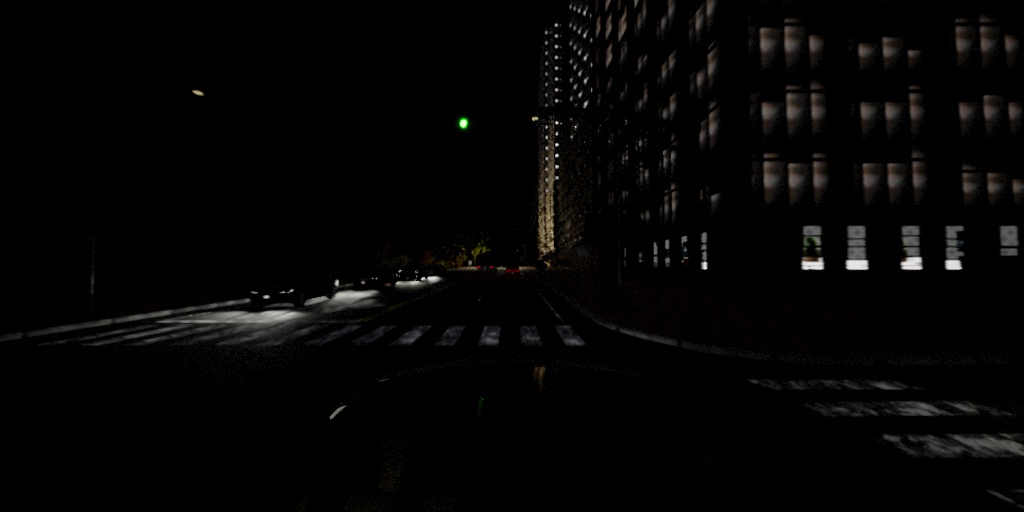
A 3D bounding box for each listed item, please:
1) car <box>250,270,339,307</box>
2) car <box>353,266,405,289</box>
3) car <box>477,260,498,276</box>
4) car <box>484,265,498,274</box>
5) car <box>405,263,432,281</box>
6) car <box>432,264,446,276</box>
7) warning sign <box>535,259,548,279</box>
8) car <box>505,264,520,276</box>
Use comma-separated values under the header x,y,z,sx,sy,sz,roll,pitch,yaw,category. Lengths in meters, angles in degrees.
x,y,z,sx,sy,sz,roll,pitch,yaw,category
-9.862,1.419,16.714,1.837,1.490,4.892,0,-1,-2,car
-9.848,1.519,26.176,2.128,1.511,4.902,0,-1,0,car
-3.252,1.519,45.965,2.150,2.045,5.566,0,-1,0,car
-3.253,2.058,56.397,1.895,1.301,4.718,0,-1,0,car
-9.843,1.509,36.052,2.097,1.767,4.553,0,-1,0,car
-9.804,1.796,46.437,2.128,1.511,4.902,0,-1,0,car
2.848,1.249,34.422,1.300,1.860,1.060,0,0,0,warning sign
0.098,1.923,47.607,1.895,1.301,4.718,0,-1,0,car
